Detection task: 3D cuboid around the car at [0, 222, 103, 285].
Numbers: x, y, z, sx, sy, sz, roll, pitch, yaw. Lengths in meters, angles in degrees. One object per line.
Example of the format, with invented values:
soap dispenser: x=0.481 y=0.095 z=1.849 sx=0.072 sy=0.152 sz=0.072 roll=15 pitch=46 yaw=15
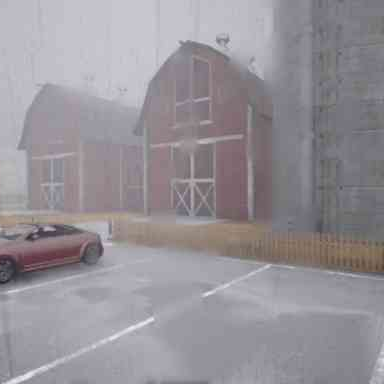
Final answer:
car: x=-4.687 y=1.592 z=9.741 sx=1.994 sy=1.381 sz=4.181 roll=0 pitch=0 yaw=35
